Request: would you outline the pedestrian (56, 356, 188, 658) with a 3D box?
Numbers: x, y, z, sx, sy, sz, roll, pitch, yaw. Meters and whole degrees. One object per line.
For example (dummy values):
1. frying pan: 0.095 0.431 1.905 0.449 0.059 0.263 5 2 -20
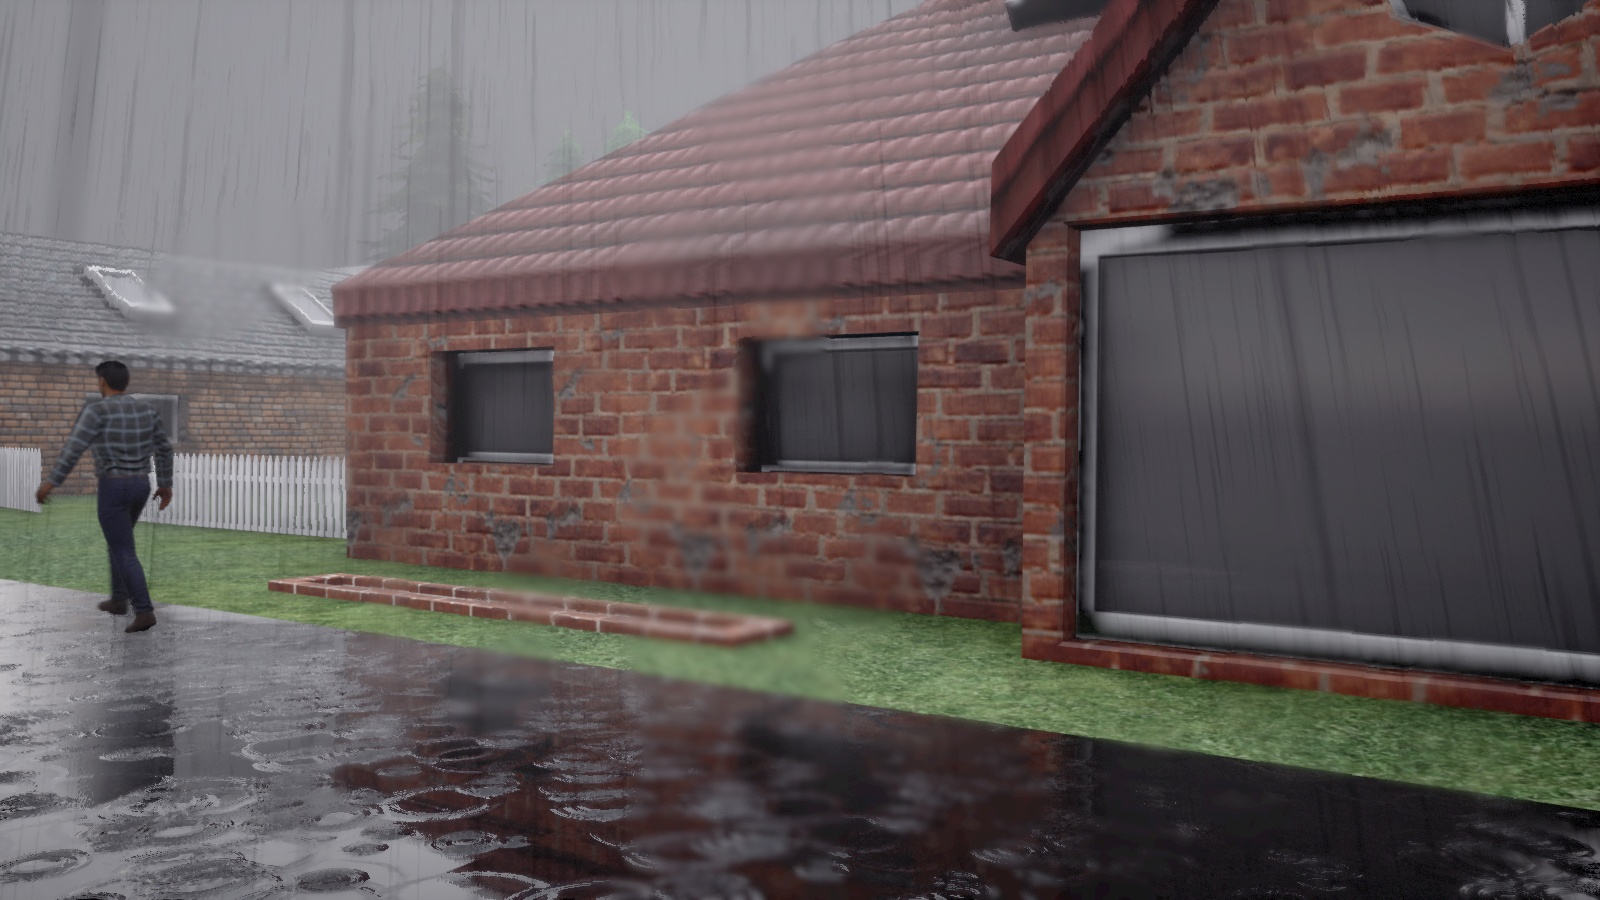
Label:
1. pedestrian: -4.590 0.367 8.494 0.788 1.949 0.423 0 1 32
